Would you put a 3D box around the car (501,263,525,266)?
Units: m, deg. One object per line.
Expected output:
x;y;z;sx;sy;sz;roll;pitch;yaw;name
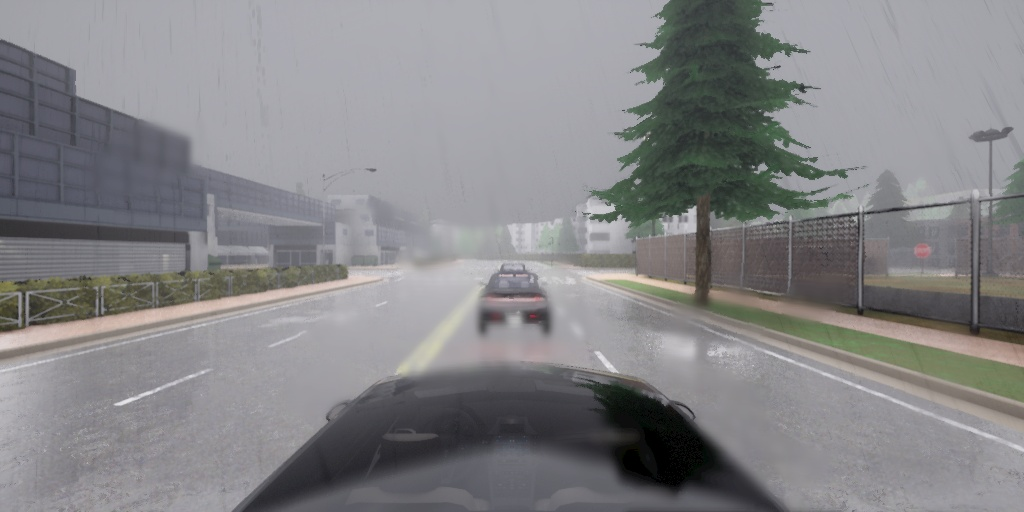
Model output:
0.066;1.154;19.956;2.128;1.511;4.902;0;0;0;car

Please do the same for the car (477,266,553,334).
0.073;1.200;10.361;2.128;1.511;4.902;0;0;0;car
